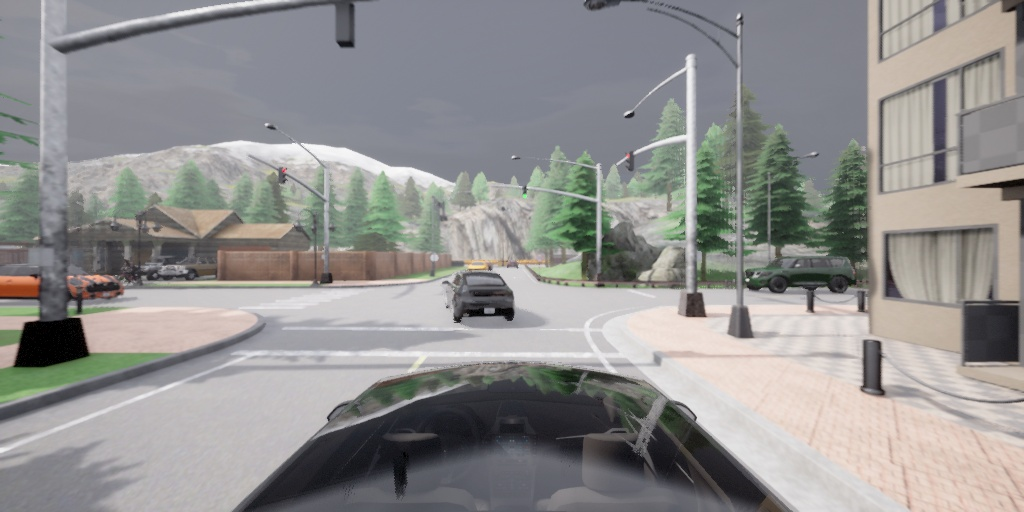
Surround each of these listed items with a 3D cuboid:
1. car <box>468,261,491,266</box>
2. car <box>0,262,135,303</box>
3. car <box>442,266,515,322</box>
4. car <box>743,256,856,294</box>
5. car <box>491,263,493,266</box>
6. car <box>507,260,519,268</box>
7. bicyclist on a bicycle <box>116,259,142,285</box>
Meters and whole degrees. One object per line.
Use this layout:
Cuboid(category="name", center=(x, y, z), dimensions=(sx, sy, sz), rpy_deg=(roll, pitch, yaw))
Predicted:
Cuboid(category="car", center=(-3.586, 1.267, 38.376), dimensions=(1.882, 1.535, 5.008), rpy_deg=(0, 0, 0))
Cuboid(category="car", center=(-19.948, 1.102, 15.608), dimensions=(4.553, 1.767, 2.097), rpy_deg=(0, 0, -1))
Cuboid(category="car", center=(-1.257, 1.268, 12.401), dimensions=(1.837, 1.490, 4.892), rpy_deg=(1, 0, -15))
Cuboid(category="car", center=(16.015, 1.008, 20.221), dimensions=(5.566, 2.045, 2.150), rpy_deg=(0, 0, -1))
Cuboid(category="car", center=(-3.578, 1.402, 48.520), dimensions=(1.895, 1.301, 4.718), rpy_deg=(0, 0, 0))
Cuboid(category="car", center=(0.084, 1.342, 61.897), dimensions=(1.812, 1.442, 4.674), rpy_deg=(0, -1, 0))
Cuboid(category="bicyclist on a bicycle", center=(-24.561, 1.039, 23.000), dimensions=(0.582, 1.620, 1.656), rpy_deg=(0, 0, -1))
